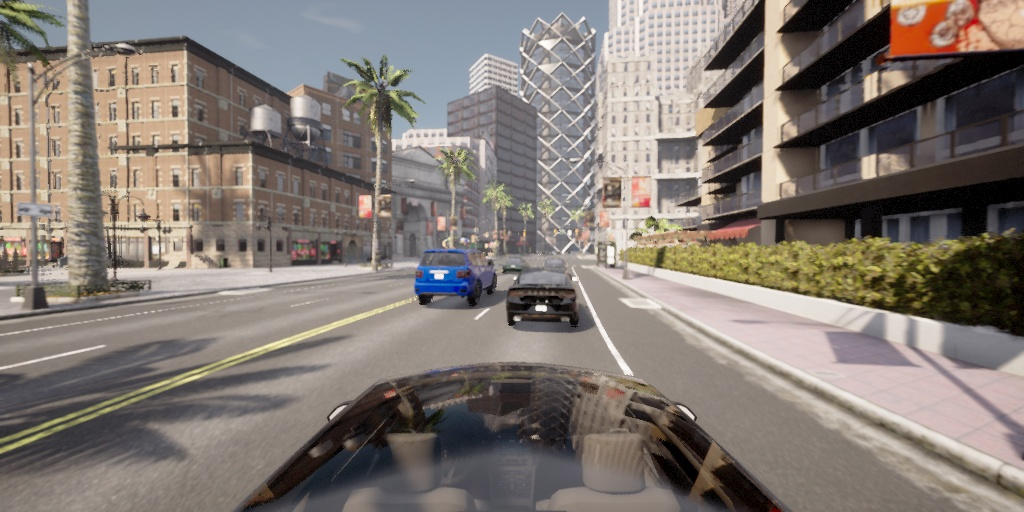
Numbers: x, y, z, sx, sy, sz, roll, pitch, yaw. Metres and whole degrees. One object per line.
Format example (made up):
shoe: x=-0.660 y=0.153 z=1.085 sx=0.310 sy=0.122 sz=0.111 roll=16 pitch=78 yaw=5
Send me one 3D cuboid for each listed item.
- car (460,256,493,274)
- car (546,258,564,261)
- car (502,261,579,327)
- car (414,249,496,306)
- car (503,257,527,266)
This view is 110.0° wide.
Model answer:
car: x=-3.154 y=0.766 z=32.811 sx=1.994 sy=1.385 sz=4.181 roll=0 pitch=1 yaw=9
car: x=3.369 y=0.851 z=28.216 sx=2.033 sy=1.411 sz=5.357 roll=0 pitch=1 yaw=8
car: x=0.988 y=1.070 z=11.020 sx=1.882 sy=1.535 sz=5.008 roll=0 pitch=1 yaw=7
car: x=-2.087 y=0.740 z=14.627 sx=2.150 sy=2.045 sz=5.566 roll=0 pitch=1 yaw=7
car: x=0.386 y=0.791 z=32.030 sx=1.994 sy=1.385 sz=4.181 roll=0 pitch=1 yaw=8
